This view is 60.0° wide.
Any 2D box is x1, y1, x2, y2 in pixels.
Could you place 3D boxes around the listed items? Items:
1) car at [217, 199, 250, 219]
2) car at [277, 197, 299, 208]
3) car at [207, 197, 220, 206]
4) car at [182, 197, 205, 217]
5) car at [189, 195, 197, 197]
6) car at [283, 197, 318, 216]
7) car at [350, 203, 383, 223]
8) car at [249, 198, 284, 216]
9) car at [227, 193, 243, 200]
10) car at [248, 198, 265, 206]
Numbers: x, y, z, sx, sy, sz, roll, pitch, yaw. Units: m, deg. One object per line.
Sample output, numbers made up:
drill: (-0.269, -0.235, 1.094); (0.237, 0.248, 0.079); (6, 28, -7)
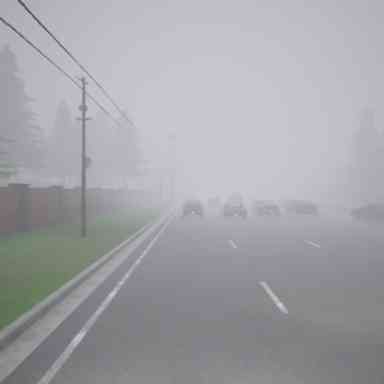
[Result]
car: (3.608, 1.609, 29.562); (1.895, 1.301, 4.718); (0, 0, 0)
car: (14.061, 1.521, 49.153); (1.837, 1.490, 4.892); (0, 0, 1)
car: (3.585, 1.521, 53.124); (1.837, 1.490, 4.892); (0, 0, 0)
car: (0.106, 1.513, 30.890); (1.837, 1.490, 4.892); (0, 0, 0)
car: (0.090, 1.367, 54.495); (2.097, 1.767, 4.553); (0, 0, 0)
car: (10.607, 1.487, 32.502); (1.882, 1.535, 5.008); (0, 0, 0)
car: (14.105, 1.555, 25.345); (2.033, 1.411, 5.357); (0, 0, 0)
car: (7.093, 1.535, 32.074); (1.812, 1.442, 4.674); (0, 0, 0)
car: (7.094, 1.236, 54.811); (2.150, 2.045, 5.566); (0, 0, 0)
car: (10.592, 1.616, 54.746); (1.895, 1.301, 4.718); (0, 0, 0)
